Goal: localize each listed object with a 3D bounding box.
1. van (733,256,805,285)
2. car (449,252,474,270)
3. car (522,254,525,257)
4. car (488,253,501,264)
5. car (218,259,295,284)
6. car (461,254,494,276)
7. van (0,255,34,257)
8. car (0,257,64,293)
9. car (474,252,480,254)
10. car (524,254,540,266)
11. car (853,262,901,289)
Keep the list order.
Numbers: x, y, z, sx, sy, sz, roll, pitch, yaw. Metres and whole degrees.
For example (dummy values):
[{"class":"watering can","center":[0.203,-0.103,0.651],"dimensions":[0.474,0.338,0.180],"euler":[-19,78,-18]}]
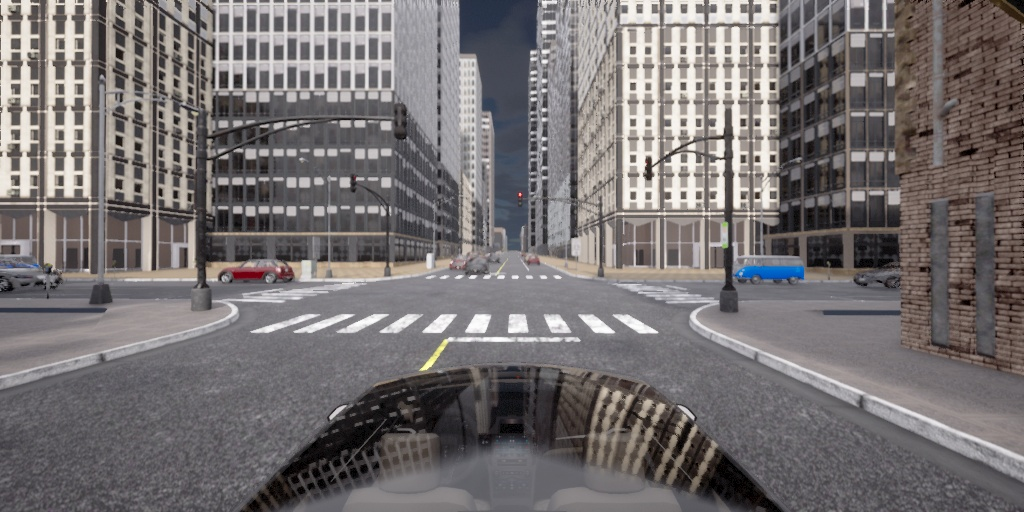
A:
[{"class":"van","center":[16.107,0.880,22.697],"dimensions":[3.998,1.789,1.690],"euler":[0,0,0]},{"class":"car","center":[-5.470,0.634,38.336],"dimensions":[1.967,1.591,4.097],"euler":[0,0,0]},{"class":"car","center":[3.049,0.379,60.820],"dimensions":[1.751,1.417,4.829],"euler":[0,0,0]},{"class":"car","center":[-2.681,0.416,54.805],"dimensions":[1.837,1.490,4.892],"euler":[0,1,0]},{"class":"car","center":[-16.366,0.928,22.968],"dimensions":[4.097,1.591,1.967],"euler":[0,0,0]},{"class":"car","center":[-2.831,0.857,30.122],"dimensions":[1.837,1.490,4.892],"euler":[0,1,0]},{"class":"van","center":[-33.311,0.807,23.108],"dimensions":[3.998,1.789,1.690],"euler":[0,0,0]},{"class":"car","center":[-24.709,0.945,17.250],"dimensions":[4.902,1.511,2.128],"euler":[0,0,1]},{"class":"car","center":[-5.402,0.340,49.484],"dimensions":[2.192,1.841,5.009],"euler":[0,0,0]},{"class":"car","center":[2.979,0.605,49.495],"dimensions":[1.802,1.307,4.207],"euler":[0,0,0]},{"class":"car","center":[21.950,1.065,20.061],"dimensions":[4.674,1.442,1.812],"euler":[0,0,0]}]
